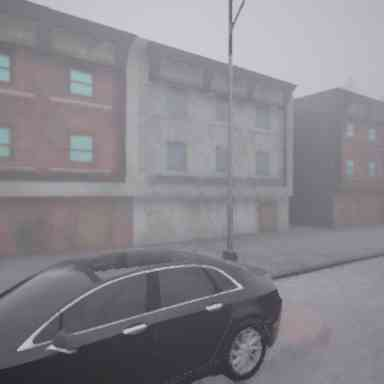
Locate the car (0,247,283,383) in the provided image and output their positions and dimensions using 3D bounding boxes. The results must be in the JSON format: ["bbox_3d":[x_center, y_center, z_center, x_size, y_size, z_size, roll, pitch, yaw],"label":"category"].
[{"bbox_3d":[-1.004,1.509,3.892,4.892,1.490,1.837,0,0,-36],"label":"car"}]
